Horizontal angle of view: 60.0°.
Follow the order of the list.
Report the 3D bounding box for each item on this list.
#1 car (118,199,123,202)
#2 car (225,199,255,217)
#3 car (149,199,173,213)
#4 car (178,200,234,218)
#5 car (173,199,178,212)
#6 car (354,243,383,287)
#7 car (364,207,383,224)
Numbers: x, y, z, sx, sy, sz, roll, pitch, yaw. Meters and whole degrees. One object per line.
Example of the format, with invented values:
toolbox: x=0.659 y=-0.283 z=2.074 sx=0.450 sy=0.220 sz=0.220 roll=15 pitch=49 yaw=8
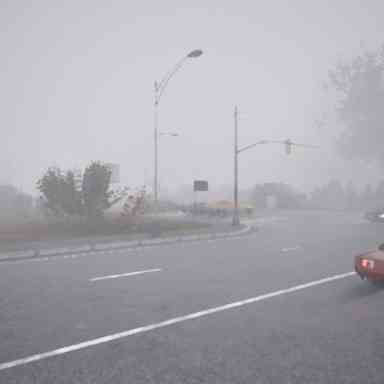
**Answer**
car: x=-15.660 y=1.574 z=67.535 sx=1.895 sy=1.301 sz=4.718 roll=0 pitch=0 yaw=-38
car: x=3.762 y=1.458 z=31.925 sx=1.882 sy=1.535 sz=5.008 roll=0 pitch=0 yaw=-39
car: x=-4.572 y=1.336 z=36.713 sx=2.097 sy=1.767 sz=4.553 roll=0 pitch=0 yaw=-39
car: x=1.132 y=1.584 z=29.606 sx=1.895 sy=1.301 sz=4.718 roll=0 pitch=0 yaw=-39
car: x=-2.381 y=1.528 z=39.575 sx=2.033 sy=1.411 sz=5.357 roll=0 pitch=0 yaw=-39
car: x=6.020 y=1.593 z=8.040 sx=4.718 sy=1.301 sz=1.895 roll=0 pitch=0 yaw=-36
car: x=13.549 y=1.526 z=21.725 sx=2.033 sy=1.411 sz=5.357 roll=0 pitch=0 yaw=-4
